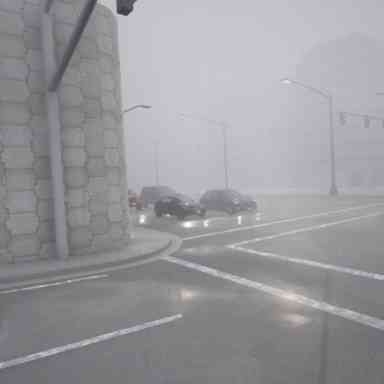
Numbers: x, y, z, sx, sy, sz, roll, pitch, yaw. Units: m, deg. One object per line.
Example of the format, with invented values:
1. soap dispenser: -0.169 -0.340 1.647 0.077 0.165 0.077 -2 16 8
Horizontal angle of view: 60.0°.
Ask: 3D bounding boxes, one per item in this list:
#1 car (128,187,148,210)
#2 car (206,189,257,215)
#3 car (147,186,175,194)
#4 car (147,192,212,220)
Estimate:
1. car: -6.581 0.671 30.764 2.150 2.045 5.566 -5 3 -35
2. car: 2.503 0.570 23.975 2.097 1.767 4.553 -5 3 -35
3. car: -3.039 0.438 31.803 2.150 2.045 5.566 -5 3 -35
4. car: -0.964 0.976 22.855 1.812 1.442 4.674 -5 3 -35
